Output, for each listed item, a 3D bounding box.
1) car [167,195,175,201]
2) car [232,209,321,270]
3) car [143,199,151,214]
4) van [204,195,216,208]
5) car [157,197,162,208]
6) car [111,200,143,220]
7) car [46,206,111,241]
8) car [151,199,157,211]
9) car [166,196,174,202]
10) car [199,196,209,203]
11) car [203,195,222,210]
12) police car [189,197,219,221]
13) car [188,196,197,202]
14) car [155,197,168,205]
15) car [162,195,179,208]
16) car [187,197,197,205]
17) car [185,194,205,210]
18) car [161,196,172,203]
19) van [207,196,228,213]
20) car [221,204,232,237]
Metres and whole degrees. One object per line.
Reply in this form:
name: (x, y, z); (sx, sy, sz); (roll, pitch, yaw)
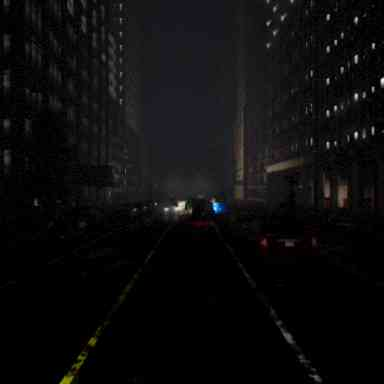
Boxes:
car: (-5.671, 1.625, 90.662); (1.967, 1.590, 4.097); (-1, 0, 0)
car: (2.685, 1.463, 11.089); (1.967, 1.590, 4.097); (-1, 0, 0)
car: (-5.687, 1.636, 33.826); (1.947, 1.339, 4.313); (-1, 0, 0)
van: (2.696, 1.445, 50.875); (1.690, 1.788, 3.998); (-1, 0, 0)
car: (-5.685, 1.644, 45.193); (2.008, 1.369, 4.403); (-1, 0, 0)
car: (-5.689, 1.609, 28.142); (2.008, 1.369, 4.403); (-1, 0, 0)
car: (-5.694, 1.475, 16.776); (1.967, 1.590, 4.097); (-1, 0, 0)
car: (-5.686, 1.626, 39.510); (1.887, 1.381, 4.507); (-1, 0, 0)
car: (-5.672, 1.755, 84.978); (1.802, 1.307, 4.206); (-1, 0, 0)
car: (2.705, 1.701, 73.608); (2.008, 1.369, 4.403); (-1, 0, 0)
car: (2.694, 1.408, 45.191); (2.192, 1.841, 5.009); (-1, 0, 0)
police car: (0.908, 1.483, 28.280); (1.930, 1.638, 5.238); (0, 0, 0)
car: (0.024, 1.569, 79.183); (2.033, 1.411, 5.357); (0, 0, 0)
car: (-5.679, 1.679, 62.244); (2.008, 1.369, 4.403); (-1, 0, 0)
car: (-3.062, 1.608, 50.941); (1.837, 1.490, 4.892); (0, 0, 0)
car: (0.019, 1.658, 64.183); (1.812, 1.442, 4.674); (0, 0, 0)
car: (0.396, 1.443, 44.267); (2.097, 1.767, 4.553); (0, 0, 9)
car: (-5.675, 1.702, 73.611); (2.008, 1.369, 4.403); (-1, 0, 0)
van: (2.691, 1.410, 33.824); (1.690, 1.788, 3.998); (-1, 0, 0)
car: (2.688, 1.560, 16.942); (1.752, 1.417, 4.829); (-1, 0, 0)
